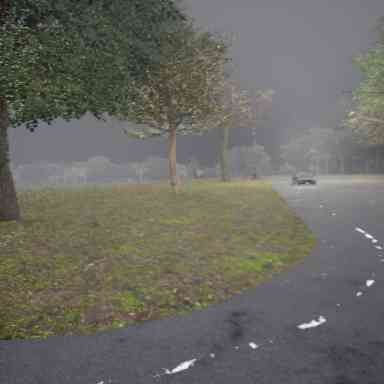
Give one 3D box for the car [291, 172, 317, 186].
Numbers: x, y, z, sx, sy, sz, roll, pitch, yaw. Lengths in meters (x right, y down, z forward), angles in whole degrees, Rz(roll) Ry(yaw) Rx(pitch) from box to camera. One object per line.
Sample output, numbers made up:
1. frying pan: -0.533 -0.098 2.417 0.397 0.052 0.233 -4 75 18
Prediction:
1. car: 11.686 -1.410 35.156 2.033 1.411 5.357 -1 4 8
